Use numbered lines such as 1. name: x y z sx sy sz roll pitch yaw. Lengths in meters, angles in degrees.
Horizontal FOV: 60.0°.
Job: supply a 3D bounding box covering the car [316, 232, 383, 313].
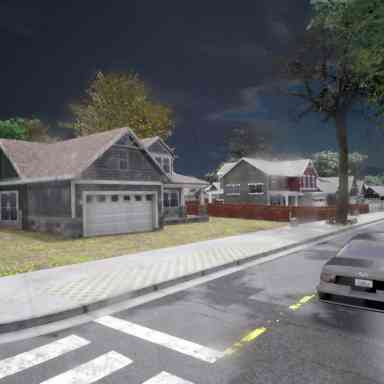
1. car: 4.562 1.671 7.795 2.033 1.411 5.357 -2 -2 38
